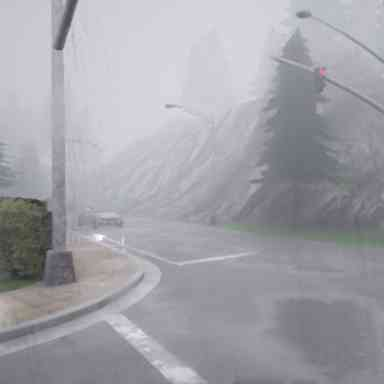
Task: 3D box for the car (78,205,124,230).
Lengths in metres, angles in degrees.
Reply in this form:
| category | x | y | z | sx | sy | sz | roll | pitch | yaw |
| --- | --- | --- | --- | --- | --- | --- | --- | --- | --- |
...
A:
| category | x | y | z | sx | sy | sz | roll | pitch | yaw |
| --- | --- | --- | --- | --- | --- | --- | --- | --- | --- |
| car | -6.153 | 1.603 | 22.048 | 1.812 | 1.442 | 4.674 | 0 | 0 | -36 |
